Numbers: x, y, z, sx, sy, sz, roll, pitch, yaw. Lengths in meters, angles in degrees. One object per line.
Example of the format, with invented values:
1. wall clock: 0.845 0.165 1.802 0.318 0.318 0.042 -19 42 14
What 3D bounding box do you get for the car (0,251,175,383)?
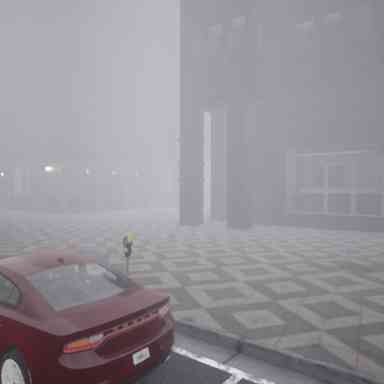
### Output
1. car: -2.292 1.540 4.759 4.507 1.381 1.887 0 0 37
